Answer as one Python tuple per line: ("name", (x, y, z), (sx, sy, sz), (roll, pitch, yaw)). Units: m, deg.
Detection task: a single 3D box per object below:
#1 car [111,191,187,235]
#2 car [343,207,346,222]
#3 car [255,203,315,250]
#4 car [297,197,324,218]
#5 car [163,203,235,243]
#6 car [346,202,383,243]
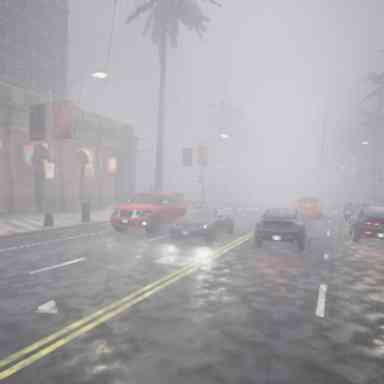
("car", (-2.042, 0.999, 18.056), (2.150, 2.045, 5.566), (1, 0, 23))
("car", (12.390, 1.436, 24.861), (2.033, 1.411, 5.357), (1, 1, 23))
("car", (3.947, 1.402, 14.003), (1.837, 1.490, 4.892), (1, 0, 23))
("car", (10.031, 1.181, 28.327), (2.097, 1.767, 4.553), (1, 1, 23))
("car", (0.671, 1.374, 15.541), (1.812, 1.442, 4.674), (1, 0, 23))
("car", (8.372, 1.442, 15.356), (1.837, 1.490, 4.892), (1, 1, 22))
